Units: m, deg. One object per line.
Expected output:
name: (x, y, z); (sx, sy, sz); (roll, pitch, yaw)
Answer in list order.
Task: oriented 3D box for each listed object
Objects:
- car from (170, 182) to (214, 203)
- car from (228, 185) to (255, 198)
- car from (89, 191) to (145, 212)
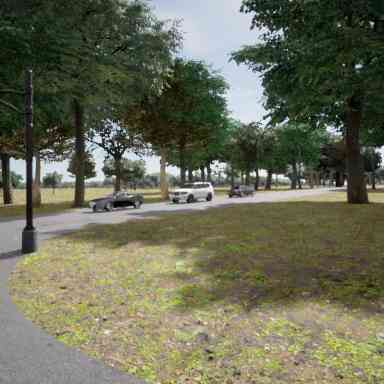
car: (0.107, 0.032, 34.778); (2.150, 2.045, 5.566); (-1, 2, 38)
car: (6.451, -0.082, 42.989); (1.837, 1.490, 4.892); (-1, 2, 38)
car: (-6.016, 0.698, 26.831); (2.128, 1.511, 4.902); (-1, 2, 37)
